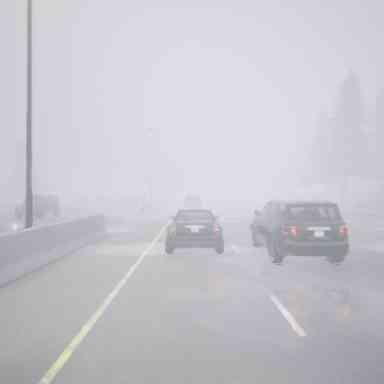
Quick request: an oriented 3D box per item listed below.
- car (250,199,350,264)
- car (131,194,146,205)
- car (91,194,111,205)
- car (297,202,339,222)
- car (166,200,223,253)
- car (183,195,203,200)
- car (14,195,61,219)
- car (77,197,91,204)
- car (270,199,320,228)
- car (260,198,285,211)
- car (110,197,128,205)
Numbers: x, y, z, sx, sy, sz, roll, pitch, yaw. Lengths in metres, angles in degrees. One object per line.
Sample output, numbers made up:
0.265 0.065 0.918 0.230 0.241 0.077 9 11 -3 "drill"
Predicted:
3.600 1.259 12.098 2.150 2.045 5.566 0 0 0 "car"
-10.504 1.405 65.838 2.150 2.045 5.566 0 0 0 "car"
-17.503 1.412 65.704 2.150 2.045 5.566 0 0 0 "car"
10.509 1.603 28.078 1.812 1.442 4.674 0 0 0 "car"
0.100 1.390 14.003 2.097 1.767 4.553 0 0 0 "car"
0.098 1.332 39.914 2.150 2.045 5.566 0 0 0 "car"
-14.006 1.304 30.585 2.150 2.045 5.566 0 0 0 "car"
-21.002 1.708 65.713 2.033 1.411 5.357 0 0 0 "car"
7.100 1.416 23.492 2.097 1.767 4.553 0 0 0 "car"
10.562 1.614 44.090 2.128 1.511 4.902 0 0 0 "car"
-14.003 1.718 65.866 2.033 1.411 5.357 0 0 0 "car"
